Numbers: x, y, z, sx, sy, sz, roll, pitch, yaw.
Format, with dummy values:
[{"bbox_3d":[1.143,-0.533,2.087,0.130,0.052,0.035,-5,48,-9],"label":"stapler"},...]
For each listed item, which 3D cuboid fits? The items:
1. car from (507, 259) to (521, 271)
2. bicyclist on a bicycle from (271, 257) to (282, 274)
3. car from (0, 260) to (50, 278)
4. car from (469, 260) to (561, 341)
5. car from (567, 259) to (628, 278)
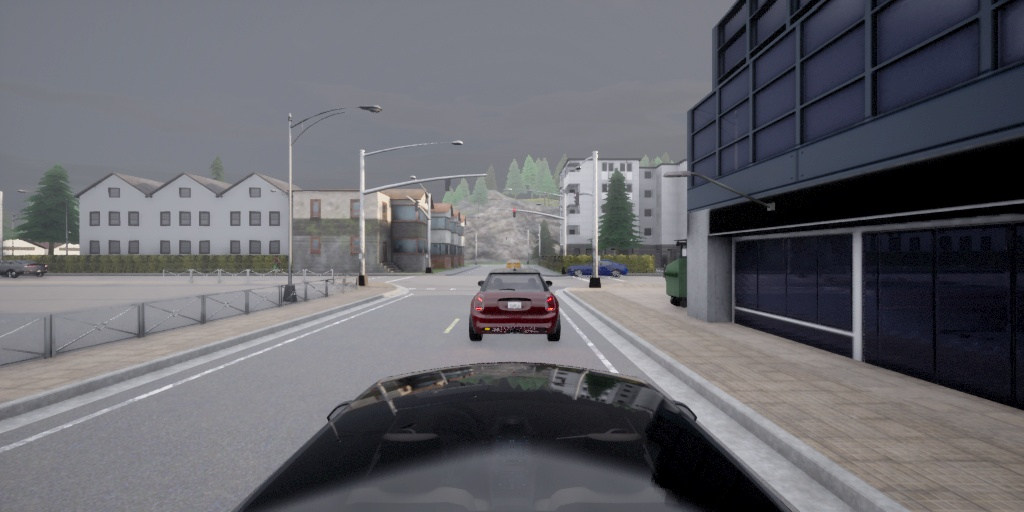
[{"bbox_3d":[0.247,1.227,50.257,1.882,1.535,5.008,0,0,1],"label":"car"},{"bbox_3d":[-22.211,0.874,33.856,0.582,1.620,1.656,0,0,0],"label":"bicyclist on a bicycle"},{"bbox_3d":[-42.102,1.065,30.105,4.902,1.511,2.128,0,0,0],"label":"car"},{"bbox_3d":[0.085,1.102,10.014,2.097,1.767,4.553,0,0,1],"label":"car"},{"bbox_3d":[7.162,1.059,30.255,5.008,1.535,1.882,0,0,7],"label":"car"}]
